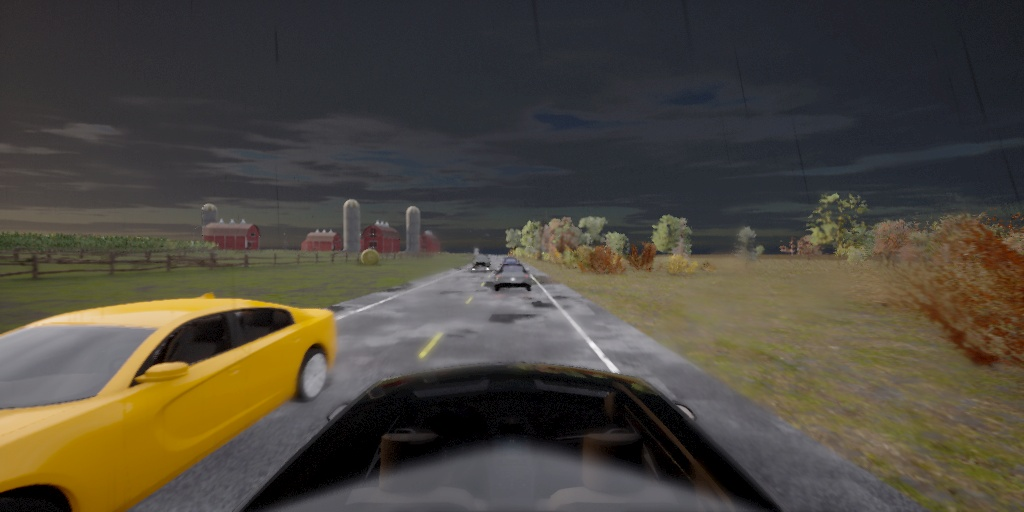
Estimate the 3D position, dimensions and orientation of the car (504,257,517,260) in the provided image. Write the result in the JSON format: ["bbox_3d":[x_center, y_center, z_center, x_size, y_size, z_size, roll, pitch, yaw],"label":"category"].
[{"bbox_3d":[-0.124,0.859,38.853,1.812,1.442,4.674,0,0,-1],"label":"car"}]

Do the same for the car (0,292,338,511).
[{"bbox_3d":[-3.589,1.209,3.425,1.882,1.535,5.008,0,1,0],"label":"car"}]

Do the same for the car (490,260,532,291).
[{"bbox_3d":[0.044,1.108,19.895,1.994,1.385,4.181,0,1,0],"label":"car"}]

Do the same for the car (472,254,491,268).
[{"bbox_3d":[-3.880,0.610,45.943,2.097,1.767,4.553,0,0,0],"label":"car"}]
